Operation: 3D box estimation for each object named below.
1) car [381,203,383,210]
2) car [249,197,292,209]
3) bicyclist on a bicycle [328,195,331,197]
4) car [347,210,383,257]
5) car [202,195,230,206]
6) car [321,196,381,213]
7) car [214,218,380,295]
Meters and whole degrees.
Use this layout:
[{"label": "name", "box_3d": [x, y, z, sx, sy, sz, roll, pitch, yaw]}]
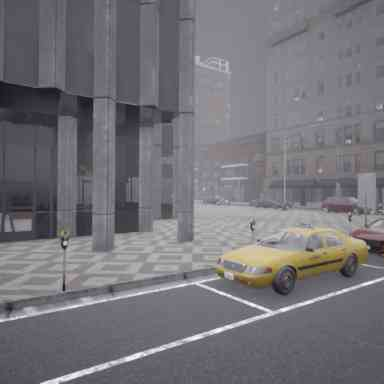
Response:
[{"label": "car", "box_3d": [19.178, 1.400, 30.018, 2.128, 1.511, 4.902, 1, 0, -36]}, {"label": "car", "box_3d": [9.062, 1.306, 38.965, 2.033, 1.411, 5.357, 1, 0, -35]}, {"label": "bicyclist on a bicycle", "box_3d": [16.339, 1.157, 39.468, 1.656, 1.620, 0.582, 0, 0, -35]}, {"label": "car", "box_3d": [7.497, 1.547, 12.095, 4.507, 1.381, 1.887, 0, 1, -35]}, {"label": "car", "box_3d": [3.393, 1.160, 47.036, 2.128, 1.511, 4.902, 1, 0, -35]}, {"label": "car", "box_3d": [14.569, 1.197, 31.145, 2.097, 1.767, 4.553, 1, 0, -35]}, {"label": "car", "box_3d": [2.778, 1.526, 8.732, 4.829, 1.417, 1.752, 0, 1, -35]}]
